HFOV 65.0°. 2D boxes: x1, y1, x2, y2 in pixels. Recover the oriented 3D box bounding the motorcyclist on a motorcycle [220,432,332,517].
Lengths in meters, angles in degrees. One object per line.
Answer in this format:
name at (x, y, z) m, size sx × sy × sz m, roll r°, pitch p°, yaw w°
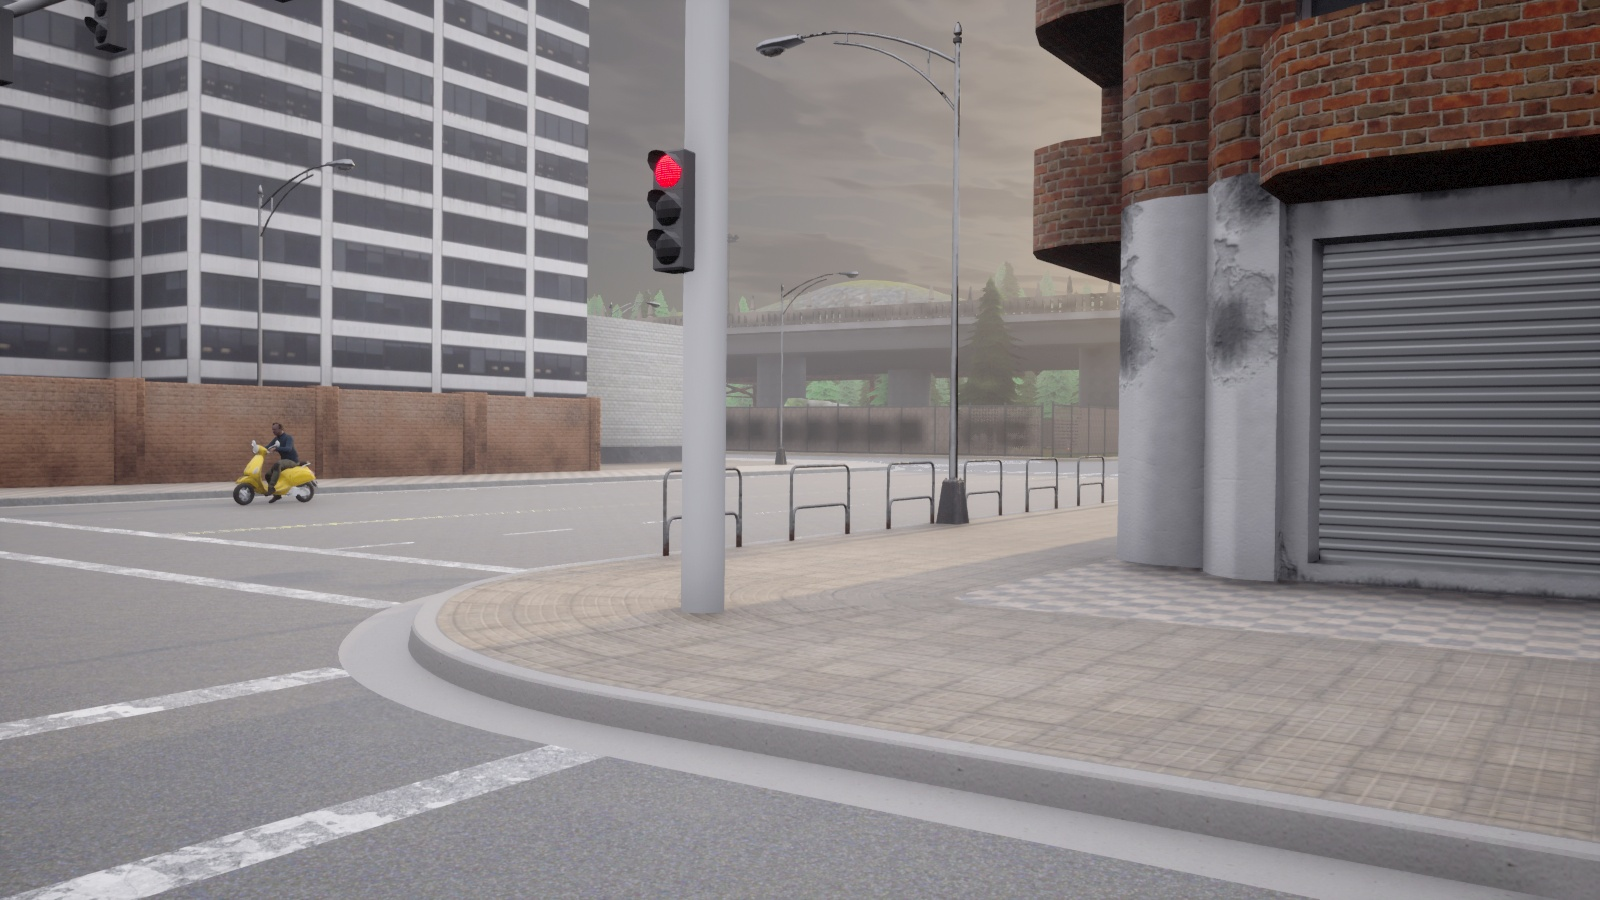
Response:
motorcyclist on a motorcycle at (-10.189, 0.443, 24.478) m, size 0.866 × 1.590 × 1.817 m, roll 0°, pitch 1°, yaw 33°
